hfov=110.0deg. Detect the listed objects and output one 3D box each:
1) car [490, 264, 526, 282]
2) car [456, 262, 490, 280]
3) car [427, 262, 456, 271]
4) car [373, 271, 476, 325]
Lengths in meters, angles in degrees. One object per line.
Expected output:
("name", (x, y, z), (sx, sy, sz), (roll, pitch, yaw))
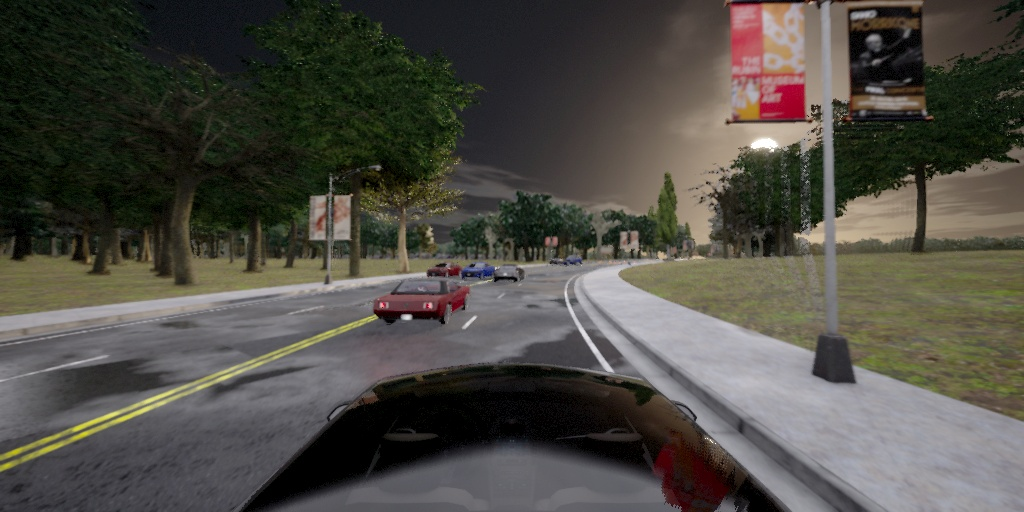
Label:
("car", (-0.116, 1.353, 29.196), (1.994, 1.385, 4.181), (0, 0, 12))
("car", (-3.017, 1.272, 32.158), (1.882, 1.535, 5.008), (0, 0, 13))
("car", (-6.137, 1.277, 33.046), (1.882, 1.535, 5.008), (0, 0, 13))
("car", (-2.655, 1.362, 11.833), (1.895, 1.301, 4.718), (0, 0, 4))
